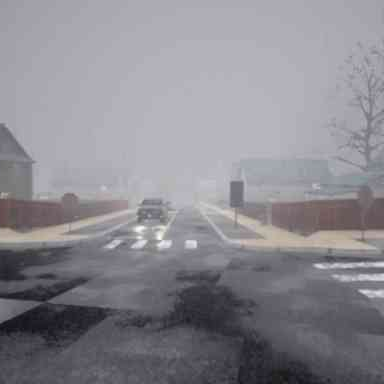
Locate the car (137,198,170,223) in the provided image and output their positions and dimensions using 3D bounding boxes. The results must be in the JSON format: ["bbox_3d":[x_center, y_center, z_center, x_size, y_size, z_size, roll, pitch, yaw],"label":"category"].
[{"bbox_3d":[-3.299,1.503,28.321,2.150,2.045,5.566,0,-1,-1],"label":"car"}]

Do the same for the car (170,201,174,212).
[{"bbox_3d":[-3.565,2.010,47.345,1.837,1.490,4.892,0,-1,-1],"label":"car"}]
